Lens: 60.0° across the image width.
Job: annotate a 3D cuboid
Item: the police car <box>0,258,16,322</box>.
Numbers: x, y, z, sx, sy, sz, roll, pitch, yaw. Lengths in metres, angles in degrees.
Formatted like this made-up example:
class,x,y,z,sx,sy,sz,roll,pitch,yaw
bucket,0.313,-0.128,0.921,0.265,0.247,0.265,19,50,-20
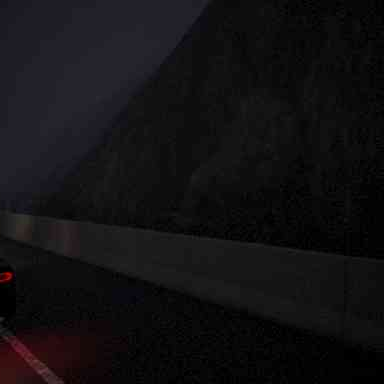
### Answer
class,x,y,z,sx,sy,sz,roll,pitch,yaw
police car,-5.029,1.457,6.403,1.930,1.638,5.238,-2,1,-43
